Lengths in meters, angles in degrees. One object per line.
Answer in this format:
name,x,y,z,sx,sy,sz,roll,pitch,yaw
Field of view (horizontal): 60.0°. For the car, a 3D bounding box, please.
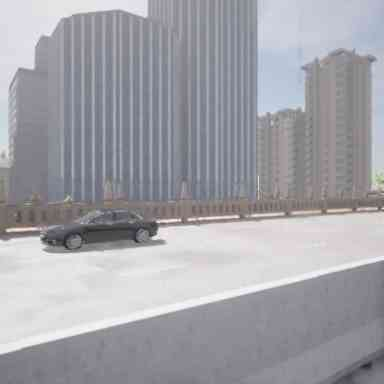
car,-3.765,1.486,14.140,4.892,1.490,1.837,0,0,-35
